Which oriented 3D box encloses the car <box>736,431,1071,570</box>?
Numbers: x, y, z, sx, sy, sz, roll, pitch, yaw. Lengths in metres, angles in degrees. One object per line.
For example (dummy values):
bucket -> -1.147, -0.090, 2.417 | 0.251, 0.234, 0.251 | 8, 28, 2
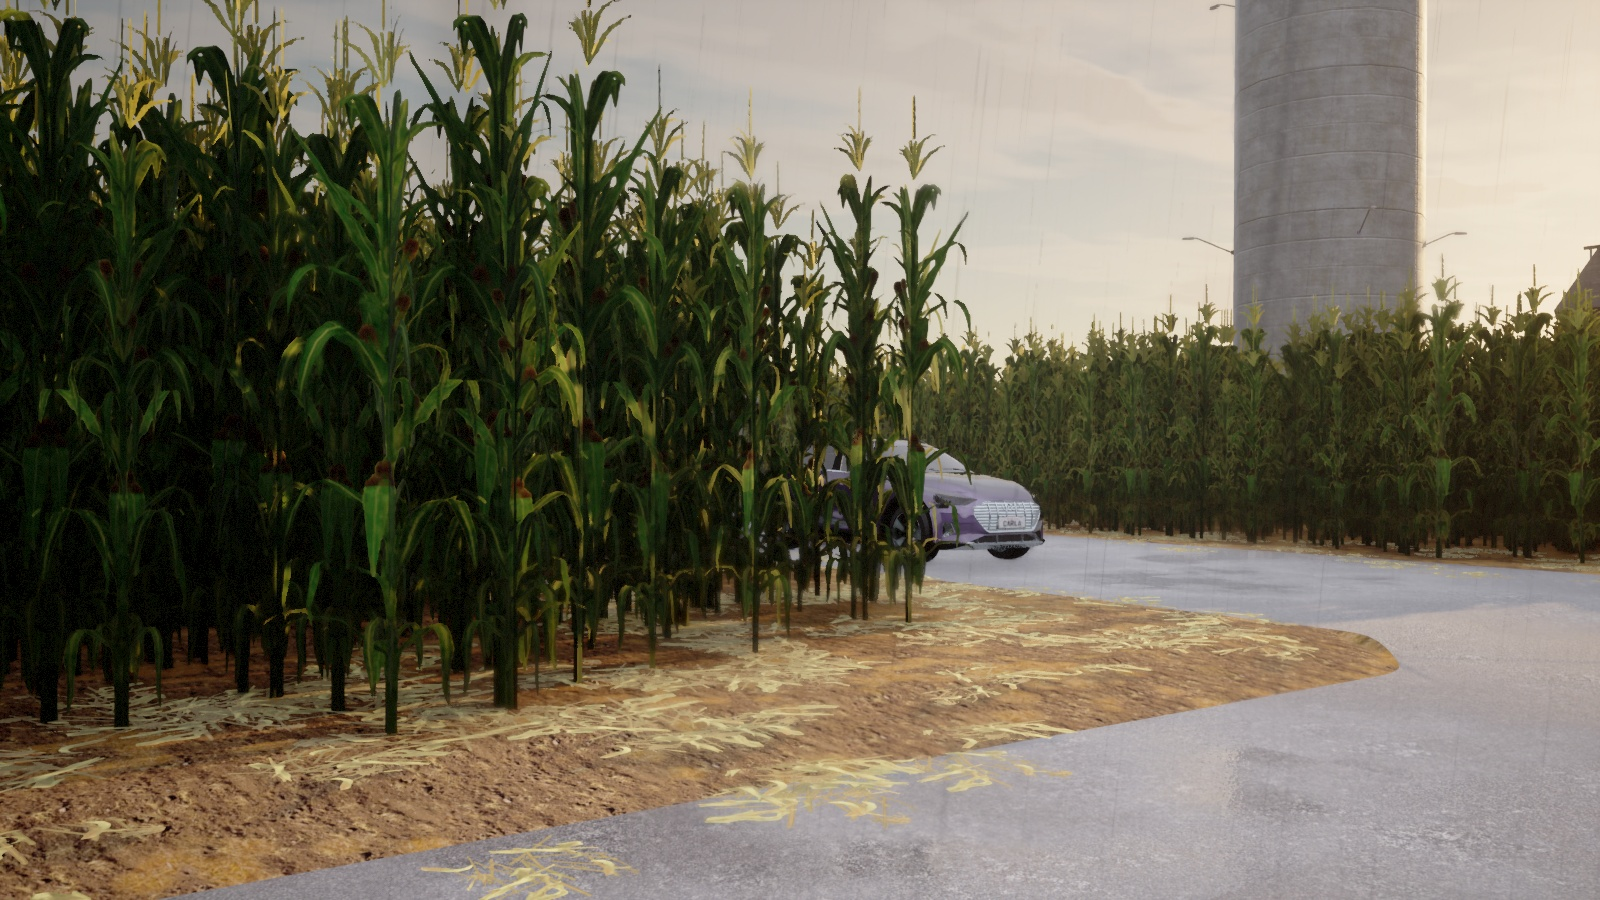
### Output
car -> 1.250, 0.616, 17.510 | 2.033, 1.649, 4.856 | 0, -1, -35
